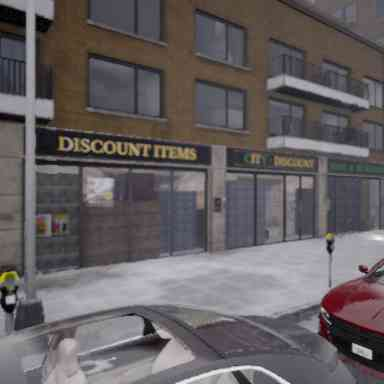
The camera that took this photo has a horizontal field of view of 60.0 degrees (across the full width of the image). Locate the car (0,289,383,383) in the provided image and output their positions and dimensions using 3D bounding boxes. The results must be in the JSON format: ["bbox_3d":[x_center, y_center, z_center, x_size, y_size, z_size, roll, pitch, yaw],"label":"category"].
[{"bbox_3d":[-0.769,1.539,1.835,4.403,1.369,2.008,0,0,-35],"label":"car"}]

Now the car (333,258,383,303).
[{"bbox_3d":[3.739,1.540,5.019,4.507,1.381,1.887,0,0,-35],"label":"car"}]
